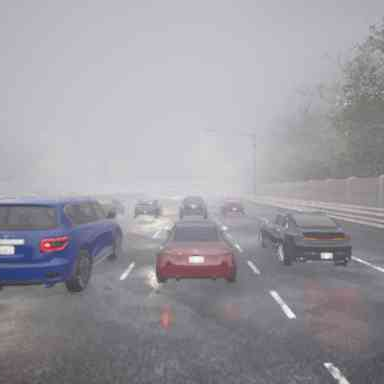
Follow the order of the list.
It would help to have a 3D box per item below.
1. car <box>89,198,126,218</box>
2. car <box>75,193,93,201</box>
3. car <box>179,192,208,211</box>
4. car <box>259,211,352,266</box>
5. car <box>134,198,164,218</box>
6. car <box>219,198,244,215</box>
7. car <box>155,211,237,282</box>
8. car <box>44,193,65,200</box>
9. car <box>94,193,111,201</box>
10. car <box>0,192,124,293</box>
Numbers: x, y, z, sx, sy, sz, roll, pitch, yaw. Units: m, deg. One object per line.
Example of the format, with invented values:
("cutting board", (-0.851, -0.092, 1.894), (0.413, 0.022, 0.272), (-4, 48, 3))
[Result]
("car", (-6.895, 1.248, 27.653), (1.812, 1.442, 4.674), (0, 1, 0))
("car", (-20.986, 0.957, 64.720), (1.895, 1.301, 4.718), (0, 1, 0))
("car", (0.107, 1.087, 26.286), (2.097, 1.767, 4.553), (0, 1, 0))
("car", (3.502, 1.383, 11.062), (1.837, 1.490, 4.892), (0, 1, 0))
("car", (-3.393, 1.225, 26.505), (2.128, 1.511, 4.902), (0, 1, 0))
("car", (3.505, 1.225, 29.716), (1.812, 1.442, 4.674), (0, 1, 0))
("car", (0.102, 1.467, 9.476), (1.994, 1.385, 4.181), (0, 1, 0))
("car", (-27.985, 0.854, 67.687), (2.033, 1.411, 5.357), (0, 1, 0))
("car", (-17.486, 0.950, 65.133), (1.895, 1.301, 4.718), (0, 1, 0))
("car", (-3.403, 1.131, 8.771), (2.150, 2.045, 5.566), (0, 1, 0))
